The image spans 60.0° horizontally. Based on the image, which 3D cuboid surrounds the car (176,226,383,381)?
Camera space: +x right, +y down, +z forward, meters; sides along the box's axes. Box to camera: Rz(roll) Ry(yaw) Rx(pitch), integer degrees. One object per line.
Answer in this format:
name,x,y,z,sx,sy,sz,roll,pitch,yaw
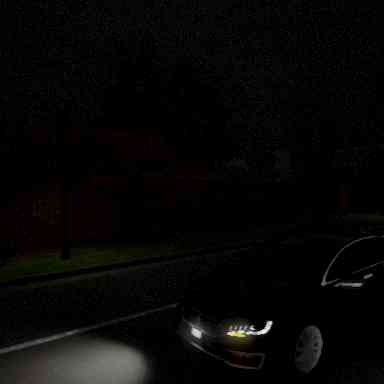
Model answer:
car,2.024,1.394,5.424,4.892,1.490,1.837,-2,1,-36
